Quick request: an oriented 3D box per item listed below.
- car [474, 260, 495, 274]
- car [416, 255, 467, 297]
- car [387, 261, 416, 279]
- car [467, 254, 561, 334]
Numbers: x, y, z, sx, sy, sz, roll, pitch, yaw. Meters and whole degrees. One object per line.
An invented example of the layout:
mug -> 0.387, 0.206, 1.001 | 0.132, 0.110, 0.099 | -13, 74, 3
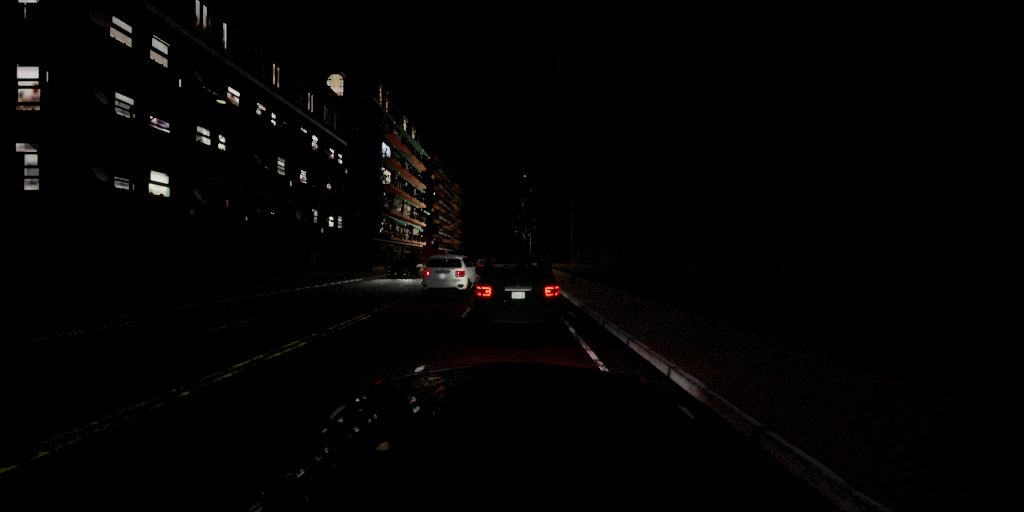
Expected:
car -> -3.148, 1.244, 42.548 | 2.128, 1.511, 4.902 | 0, 0, 0
car -> -3.152, 0.973, 18.982 | 2.150, 2.045, 5.566 | 0, 0, 0
car -> -9.851, 1.259, 32.745 | 1.837, 1.490, 4.892 | 0, 0, 0
car -> 0.102, 0.973, 10.721 | 2.150, 2.045, 5.566 | 0, 0, -1
